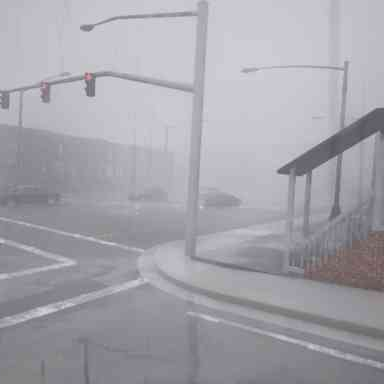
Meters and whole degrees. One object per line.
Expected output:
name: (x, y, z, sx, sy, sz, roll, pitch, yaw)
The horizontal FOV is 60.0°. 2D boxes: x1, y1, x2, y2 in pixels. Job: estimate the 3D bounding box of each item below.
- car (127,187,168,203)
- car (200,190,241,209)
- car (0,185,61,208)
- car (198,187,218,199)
car: (-4.425, 0.259, 33.553, 1.837, 1.490, 4.892, 5, 2, 36)
car: (3.039, 0.795, 31.643, 1.994, 1.385, 4.181, 5, 3, 36)
car: (-11.697, 0.255, 23.430, 1.837, 1.490, 4.892, 5, 3, 36)
car: (1.739, 0.110, 42.082, 2.097, 1.767, 4.553, 5, 3, 36)
